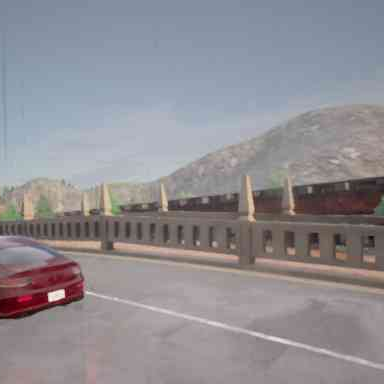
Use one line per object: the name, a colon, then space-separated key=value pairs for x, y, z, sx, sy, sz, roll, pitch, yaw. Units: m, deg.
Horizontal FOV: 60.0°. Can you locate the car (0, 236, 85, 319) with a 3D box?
car: x=-4.167 y=1.662 z=6.964 sx=4.674 sy=1.442 sz=1.812 roll=-2 pitch=-1 yaw=35
